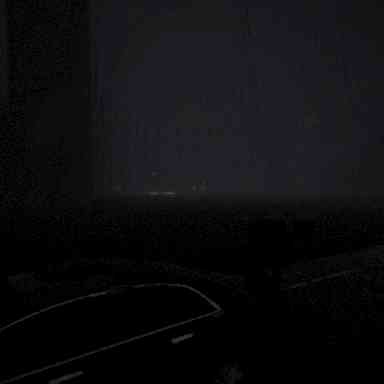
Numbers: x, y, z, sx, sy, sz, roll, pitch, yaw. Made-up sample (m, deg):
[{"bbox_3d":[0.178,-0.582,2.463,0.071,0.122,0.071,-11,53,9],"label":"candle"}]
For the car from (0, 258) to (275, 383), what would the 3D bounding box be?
[{"bbox_3d":[-1.330,1.499,3.042,4.892,1.490,1.837,-1,0,-35],"label":"car"}]
